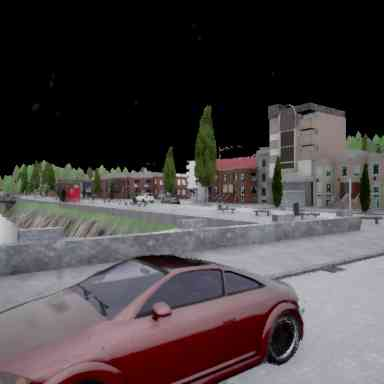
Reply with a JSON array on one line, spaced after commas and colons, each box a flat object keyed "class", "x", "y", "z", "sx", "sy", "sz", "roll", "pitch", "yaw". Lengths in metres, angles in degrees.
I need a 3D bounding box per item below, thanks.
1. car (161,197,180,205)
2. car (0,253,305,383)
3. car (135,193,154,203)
[{"class": "car", "x": -3.961, "y": 1.564, "z": 59.984, "sx": 1.994, "sy": 1.385, "sz": 4.181, "roll": 0, "pitch": 0, "yaw": -35}, {"class": "car", "x": -0.479, "y": 1.564, "z": 4.265, "sx": 4.181, "sy": 1.385, "sz": 1.994, "roll": 0, "pitch": 0, "yaw": -36}, {"class": "car", "x": -9.755, "y": 1.221, "z": 68.108, "sx": 2.150, "sy": 2.045, "sz": 5.566, "roll": 0, "pitch": 0, "yaw": -35}]
